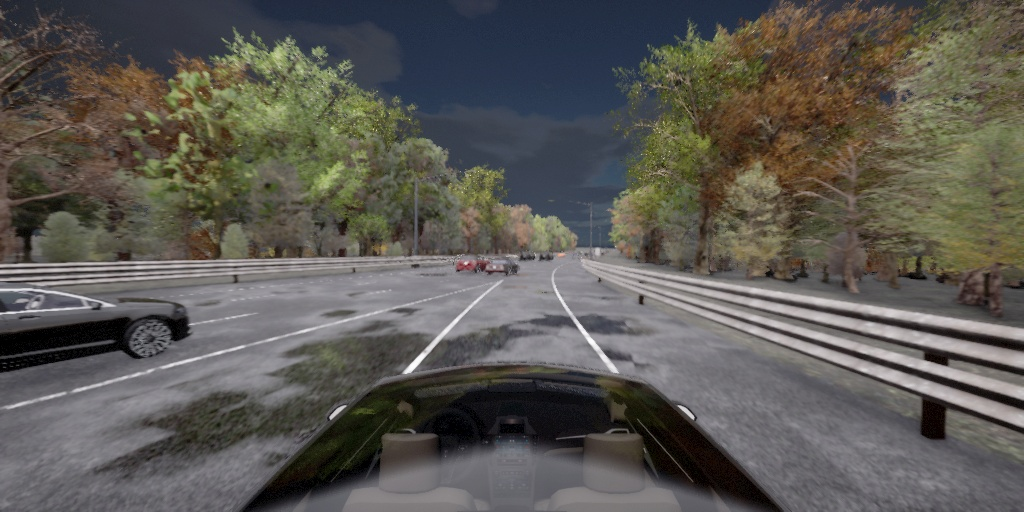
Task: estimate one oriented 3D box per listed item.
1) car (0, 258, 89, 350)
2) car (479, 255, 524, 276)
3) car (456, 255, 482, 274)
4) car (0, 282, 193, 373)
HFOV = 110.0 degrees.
[{"bbox_3d":[-11.356,0.961,6.333,2.097,1.767,4.553,1,1,15],"label":"car"},{"bbox_3d":[-0.768,0.935,31.573,2.033,1.411,5.357,1,1,15],"label":"car"},{"bbox_3d":[-3.622,0.670,34.356,2.097,1.767,4.553,1,1,15],"label":"car"},{"bbox_3d":[-7.966,1.141,5.478,2.128,1.511,4.902,1,1,15],"label":"car"}]
